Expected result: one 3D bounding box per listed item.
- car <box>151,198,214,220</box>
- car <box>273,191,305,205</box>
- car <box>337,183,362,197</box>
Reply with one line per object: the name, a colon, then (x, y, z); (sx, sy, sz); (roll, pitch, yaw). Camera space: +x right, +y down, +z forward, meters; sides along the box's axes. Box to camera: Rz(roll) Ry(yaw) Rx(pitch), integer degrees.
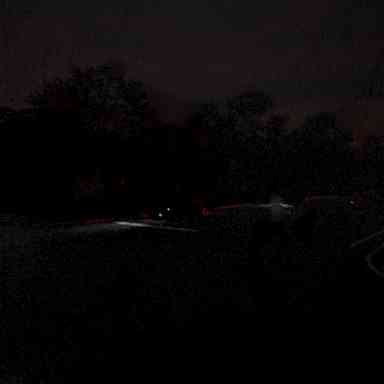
car: (-0.587, 1.108, 23.195); (1.895, 1.301, 4.718); (0, 2, 42)
car: (10.294, 0.572, 35.088); (1.994, 1.385, 4.181); (0, 2, 42)
car: (23.501, -0.294, 49.388); (2.150, 2.045, 5.566); (0, 2, 42)
